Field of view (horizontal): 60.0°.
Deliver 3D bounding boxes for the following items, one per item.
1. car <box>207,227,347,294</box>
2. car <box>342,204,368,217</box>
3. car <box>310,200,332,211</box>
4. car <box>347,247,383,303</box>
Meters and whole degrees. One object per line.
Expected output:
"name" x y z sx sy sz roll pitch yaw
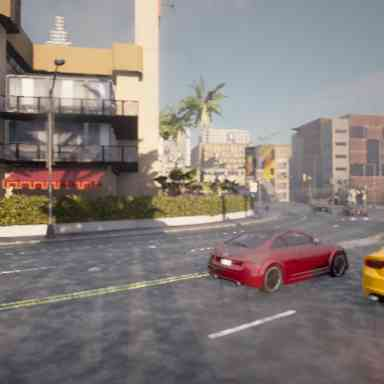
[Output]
"car" 2.446 1.670 9.172 4.181 1.385 1.994 0 -1 -36
"car" 17.752 1.985 36.376 1.994 1.385 4.181 0 -1 14
"car" 14.354 1.601 37.226 1.882 1.535 5.008 0 -1 14
"car" 5.618 1.549 7.214 5.008 1.535 1.882 0 -1 -38
